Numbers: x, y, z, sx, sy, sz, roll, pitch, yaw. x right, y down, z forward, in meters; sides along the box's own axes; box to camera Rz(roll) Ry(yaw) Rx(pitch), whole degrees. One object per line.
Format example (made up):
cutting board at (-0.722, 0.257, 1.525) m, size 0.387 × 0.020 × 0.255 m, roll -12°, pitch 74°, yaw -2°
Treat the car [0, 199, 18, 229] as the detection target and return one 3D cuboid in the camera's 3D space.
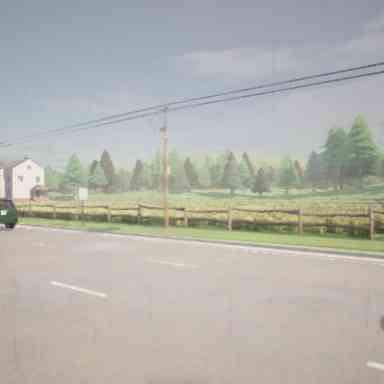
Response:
car at (-14.028, 1.489, 22.586) m, size 5.566 × 2.045 × 2.150 m, roll -1°, pitch -1°, yaw 35°
